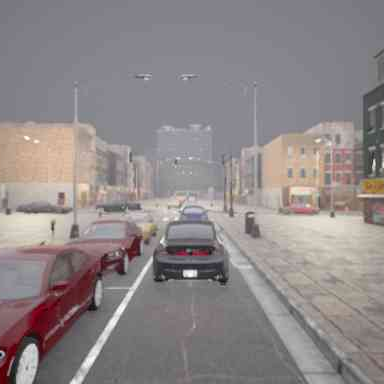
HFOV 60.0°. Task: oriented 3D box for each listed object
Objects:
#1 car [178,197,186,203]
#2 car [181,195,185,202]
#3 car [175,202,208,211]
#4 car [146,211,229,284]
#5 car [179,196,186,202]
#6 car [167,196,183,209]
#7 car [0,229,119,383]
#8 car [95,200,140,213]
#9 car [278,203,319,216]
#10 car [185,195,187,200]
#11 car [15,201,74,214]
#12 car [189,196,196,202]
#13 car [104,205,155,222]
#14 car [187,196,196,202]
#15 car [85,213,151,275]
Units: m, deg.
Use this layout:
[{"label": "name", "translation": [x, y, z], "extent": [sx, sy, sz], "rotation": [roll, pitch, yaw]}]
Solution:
[{"label": "car", "translation": [-2.614, 1.977, 86.173], "extent": [1.887, 1.381, 4.507], "rotation": [0, 0, 0]}, {"label": "car", "translation": [-2.621, 1.548, 53.510], "extent": [2.192, 1.841, 5.009], "rotation": [0, 0, 0]}, {"label": "car", "translation": [0.102, 1.603, 21.462], "extent": [1.812, 1.442, 4.674], "rotation": [0, 0, 0]}, {"label": "car", "translation": [-0.021, 1.537, 9.681], "extent": [1.837, 1.490, 4.892], "rotation": [0, 0, 0]}, {"label": "car", "translation": [-2.613, 1.906, 91.618], "extent": [1.967, 1.590, 4.097], "rotation": [0, 0, 0]}, {"label": "car", "translation": [-2.623, 1.728, 47.896], "extent": [1.752, 1.417, 4.829], "rotation": [0, 0, 0]}, {"label": "car", "translation": [-2.632, 1.560, 5.120], "extent": [1.887, 1.381, 4.507], "rotation": [0, 0, 0]}, {"label": "car", "translation": [-7.975, 1.575, 35.923], "extent": [5.008, 1.535, 1.882], "rotation": [0, -2, 14]}, {"label": "car", "translation": [11.582, 1.852, 36.297], "extent": [4.181, 1.385, 1.994], "rotation": [1, -1, 1]}, {"label": "car", "translation": [-2.617, 1.887, 75.115], "extent": [1.752, 1.417, 4.829], "rotation": [0, 0, 0]}, {"label": "car", "translation": [-14.645, 1.572, 33.233], "extent": [5.357, 1.411, 2.033], "rotation": [0, -1, 2]}, {"label": "car", "translation": [0.022, 1.950, 88.986], "extent": [1.837, 1.490, 4.892], "rotation": [0, 0, 0]}, {"label": "car", "translation": [-2.630, 1.580, 15.938], "extent": [1.752, 1.417, 4.829], "rotation": [0, 0, 0]}, {"label": "car", "translation": [0.019, 1.909, 78.741], "extent": [1.812, 1.442, 4.674], "rotation": [0, 0, 0]}, {"label": "car", "translation": [-2.631, 1.579, 10.615], "extent": [1.887, 1.381, 4.507], "rotation": [0, 0, 0]}]
